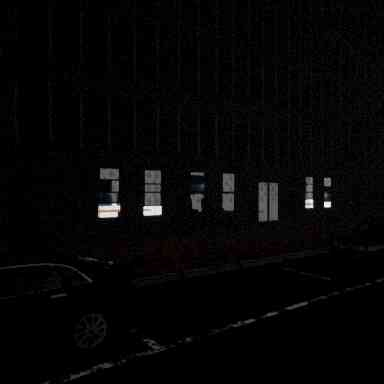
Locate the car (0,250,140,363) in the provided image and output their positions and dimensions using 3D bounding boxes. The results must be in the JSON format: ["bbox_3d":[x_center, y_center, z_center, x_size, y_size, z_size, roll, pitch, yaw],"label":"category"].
[{"bbox_3d":[-2.876,1.551,4.509,4.403,1.369,2.008,0,0,-35],"label":"car"}]

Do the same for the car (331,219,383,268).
[{"bbox_3d":[6.408,1.582,11.097,4.206,1.307,1.802,0,0,-35],"label":"car"}]
